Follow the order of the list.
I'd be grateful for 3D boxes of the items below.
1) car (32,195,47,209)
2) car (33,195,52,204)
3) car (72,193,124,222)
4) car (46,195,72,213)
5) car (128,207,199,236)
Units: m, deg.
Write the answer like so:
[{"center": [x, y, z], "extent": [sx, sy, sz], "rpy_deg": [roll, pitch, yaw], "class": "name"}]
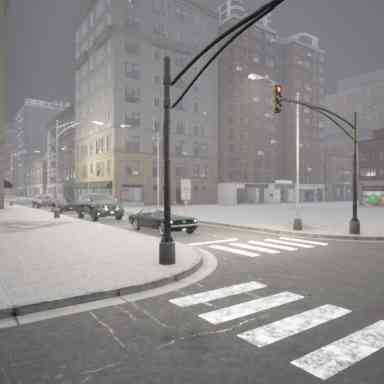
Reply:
[{"center": [-19.078, 1.140, 42.648], "extent": [2.097, 1.767, 4.553], "rpy_deg": [0, 0, -35], "class": "car"}, {"center": [-25.423, 1.270, 56.545], "extent": [2.033, 1.411, 5.357], "rpy_deg": [0, 0, -35], "class": "car"}, {"center": [-7.304, 1.102, 26.054], "extent": [2.150, 2.045, 5.566], "rpy_deg": [0, 0, -35], "class": "car"}, {"center": [-13.175, 1.311, 34.312], "extent": [1.882, 1.535, 5.008], "rpy_deg": [0, 0, -36], "class": "car"}, {"center": [-1.661, 1.527, 18.151], "extent": [1.895, 1.301, 4.718], "rpy_deg": [0, 0, -36], "class": "car"}]
